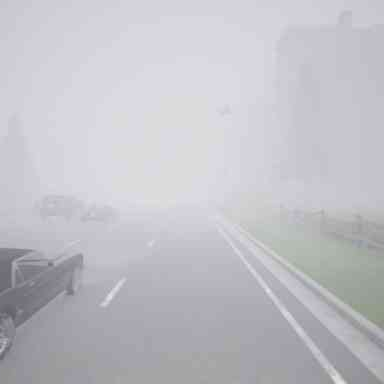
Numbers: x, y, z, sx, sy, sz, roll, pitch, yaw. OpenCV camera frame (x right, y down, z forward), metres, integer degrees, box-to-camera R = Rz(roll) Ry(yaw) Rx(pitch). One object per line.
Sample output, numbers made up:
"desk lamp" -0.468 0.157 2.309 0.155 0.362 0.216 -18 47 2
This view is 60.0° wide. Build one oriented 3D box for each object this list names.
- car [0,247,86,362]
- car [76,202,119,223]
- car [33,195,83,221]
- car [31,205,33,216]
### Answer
"car" -3.404 1.607 5.734 1.895 1.301 4.718 0 0 0
"car" -6.955 1.582 25.406 1.994 1.385 4.181 0 0 0
"car" -10.463 1.242 27.364 2.150 2.045 5.566 0 0 0
"car" -13.973 1.381 32.999 2.097 1.767 4.553 0 0 0
